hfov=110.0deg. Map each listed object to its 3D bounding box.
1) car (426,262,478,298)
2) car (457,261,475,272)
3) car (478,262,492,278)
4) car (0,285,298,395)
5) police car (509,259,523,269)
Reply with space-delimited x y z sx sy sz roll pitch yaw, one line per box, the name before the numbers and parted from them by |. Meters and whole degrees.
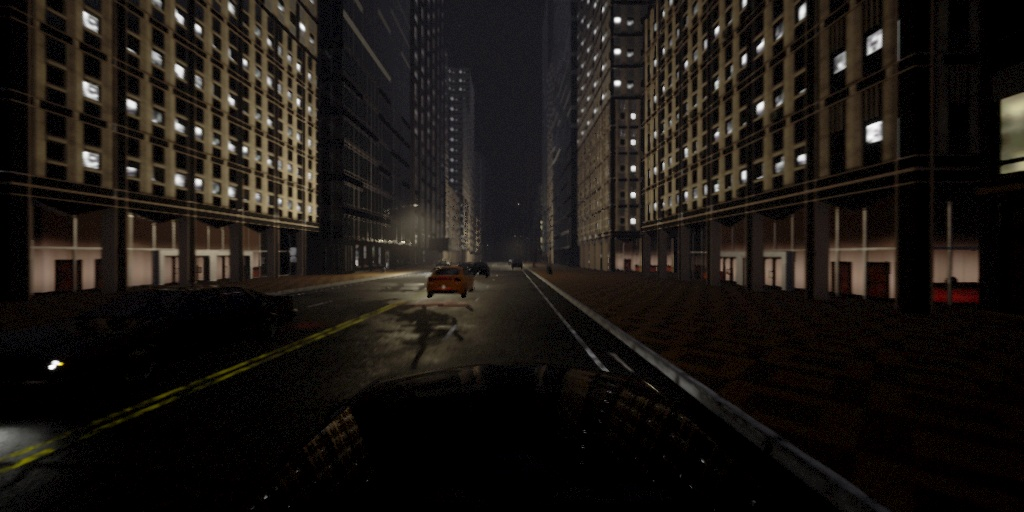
car | -3.152 1.273 19.050 1.882 1.535 5.008 0 0 0
car | -6.569 1.485 51.676 1.994 1.385 4.181 0 0 0
car | -3.182 1.364 36.133 1.837 1.490 4.892 0 0 0
car | -6.596 1.309 7.146 2.033 1.411 5.357 0 0 0
police car | 0.962 1.416 64.803 1.930 1.638 5.238 0 0 0
